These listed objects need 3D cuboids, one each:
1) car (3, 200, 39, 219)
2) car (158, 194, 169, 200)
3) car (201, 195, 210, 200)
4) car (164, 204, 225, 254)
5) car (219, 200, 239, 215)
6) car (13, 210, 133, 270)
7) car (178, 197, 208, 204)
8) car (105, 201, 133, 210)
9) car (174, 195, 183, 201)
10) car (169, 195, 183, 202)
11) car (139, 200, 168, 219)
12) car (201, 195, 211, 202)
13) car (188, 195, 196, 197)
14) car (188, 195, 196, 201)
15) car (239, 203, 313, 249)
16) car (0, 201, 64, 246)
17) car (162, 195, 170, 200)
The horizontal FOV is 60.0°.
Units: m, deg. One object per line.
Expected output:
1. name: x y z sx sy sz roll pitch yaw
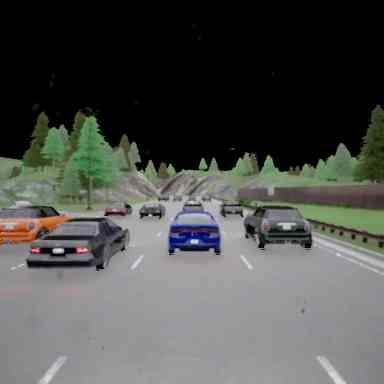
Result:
1. car: -15.672 1.541 30.361 1.812 1.442 4.674 1 0 -42
2. car: -7.008 1.373 79.620 2.097 1.767 4.553 0 0 0
3. car: 3.492 1.472 87.992 2.033 1.411 5.357 0 0 0
4. car: 0.091 1.484 13.515 1.882 1.535 5.008 0 0 0
5. car: 3.589 1.506 31.099 2.128 1.511 4.902 0 0 0
6. car: -3.414 1.553 11.034 2.033 1.411 5.357 0 0 0
7. car: 0.090 1.506 31.080 2.128 1.511 4.902 0 0 0
8. car: -6.910 1.579 31.678 1.994 1.385 4.181 0 0 0
9. car: -3.508 1.457 87.992 2.128 1.511 4.902 0 0 0
10. car: -3.507 1.566 77.567 2.033 1.411 5.357 0 0 0
11. car: -3.411 1.615 29.506 1.895 1.301 4.718 0 0 0
12. car: 3.493 1.551 77.568 2.128 1.511 4.902 0 0 0
13. car: -0.007 1.566 77.567 2.033 1.411 5.357 0 0 0
14. car: -0.008 1.457 87.992 2.128 1.511 4.902 0 0 0
15. car: 3.593 1.359 14.687 2.097 1.767 4.553 0 0 0
16. car: -6.907 1.359 14.782 2.097 1.767 4.553 0 0 0
17. car: -7.009 1.481 88.824 1.812 1.442 4.674 0 0 0
